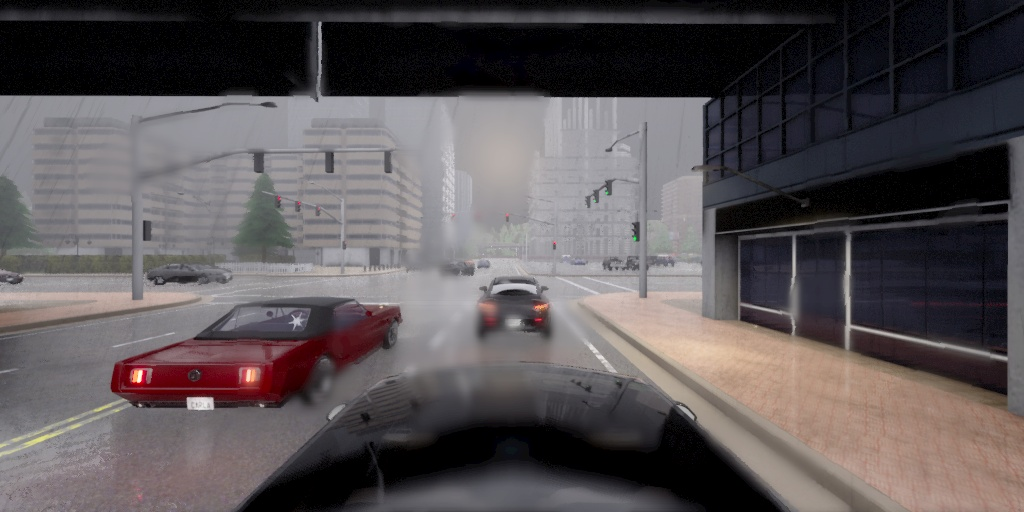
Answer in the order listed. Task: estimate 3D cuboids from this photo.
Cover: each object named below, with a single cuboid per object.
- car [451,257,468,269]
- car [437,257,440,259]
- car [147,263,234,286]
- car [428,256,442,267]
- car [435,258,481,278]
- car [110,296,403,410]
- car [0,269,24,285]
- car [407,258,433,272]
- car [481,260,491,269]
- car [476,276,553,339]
[{"bbox_3d":[-8.183,1.102,56.280,2.097,1.767,4.553,0,0,0],"label":"car"},{"bbox_3d":[-8.115,1.241,47.368,2.128,1.511,4.902,0,0,0],"label":"car"},{"bbox_3d":[-21.697,1.241,24.322,4.902,1.511,2.128,0,0,-1],"label":"car"},{"bbox_3d":[-11.666,0.971,53.929,2.150,2.045,5.566,0,0,-1],"label":"car"},{"bbox_3d":[-5.040,1.255,34.077,1.837,1.490,4.892,2,1,18],"label":"car"},{"bbox_3d":[-3.441,1.351,6.201,1.895,1.301,4.718,0,0,0],"label":"car"},{"bbox_3d":[-36.130,1.277,24.190,4.674,1.442,1.812,1,0,0],"label":"car"},{"bbox_3d":[-11.589,1.314,44.572,1.994,1.385,4.181,0,0,0],"label":"car"},{"bbox_3d":[-4.505,1.297,58.286,2.033,1.411,5.357,0,0,0],"label":"car"},{"bbox_3d":[0.070,1.276,9.967,1.812,1.442,4.674,0,0,0],"label":"car"}]
